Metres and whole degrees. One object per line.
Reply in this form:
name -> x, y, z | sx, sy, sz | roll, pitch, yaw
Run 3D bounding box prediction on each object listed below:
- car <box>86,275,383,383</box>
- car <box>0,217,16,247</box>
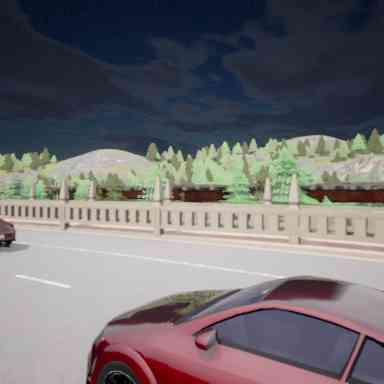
car -> 0.936, 1.549, 3.121 | 4.181, 1.385, 1.994 | 0, 0, 35
car -> -8.918, 1.463, 13.104 | 4.674, 1.442, 1.812 | 0, 0, 28
